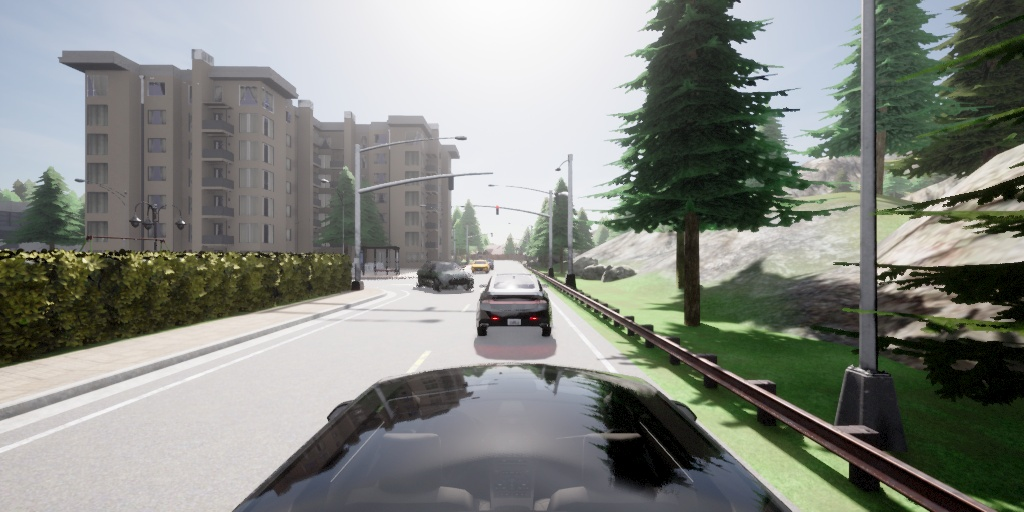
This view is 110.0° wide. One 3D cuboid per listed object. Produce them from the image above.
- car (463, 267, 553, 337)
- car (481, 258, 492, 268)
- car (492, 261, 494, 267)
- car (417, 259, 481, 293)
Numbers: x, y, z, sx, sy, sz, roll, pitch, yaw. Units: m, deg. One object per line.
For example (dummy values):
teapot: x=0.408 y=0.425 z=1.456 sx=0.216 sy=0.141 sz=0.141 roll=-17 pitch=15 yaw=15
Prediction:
car: x=0.058 y=1.242 z=10.331 sx=2.128 sy=1.511 sz=4.902 roll=0 pitch=0 yaw=0
car: x=-3.693 y=1.227 z=42.321 sx=1.882 sy=1.535 sz=5.008 roll=0 pitch=0 yaw=0
car: x=-3.707 y=1.102 z=51.932 sx=2.097 sy=1.767 sz=4.553 roll=0 pitch=0 yaw=0
car: x=-3.949 y=1.100 z=20.972 sx=2.097 sy=1.767 sz=4.553 roll=-1 pitch=1 yaw=-33
